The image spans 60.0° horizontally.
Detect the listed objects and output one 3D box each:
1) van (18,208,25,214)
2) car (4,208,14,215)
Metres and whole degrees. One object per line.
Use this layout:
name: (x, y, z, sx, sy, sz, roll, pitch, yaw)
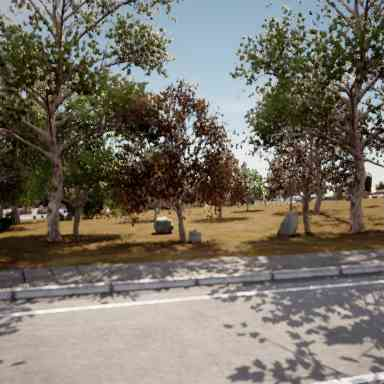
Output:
van: (-44.480, 4.930, 83.284, 1.878, 1.987, 4.442, 1, -3, 0)
car: (-44.506, 4.650, 77.833, 2.435, 2.045, 5.566, 1, -3, 0)
